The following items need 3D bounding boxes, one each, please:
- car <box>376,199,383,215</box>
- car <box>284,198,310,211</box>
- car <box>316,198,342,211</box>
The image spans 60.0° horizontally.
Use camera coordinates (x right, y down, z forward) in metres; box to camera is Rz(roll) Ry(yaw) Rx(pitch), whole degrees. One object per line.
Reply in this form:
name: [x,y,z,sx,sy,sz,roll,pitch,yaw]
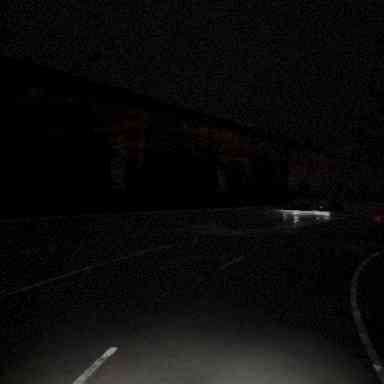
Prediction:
car: [21.027,1.462,34.897,2.097,1.767,4.553,1,0,43]
car: [13.456,1.553,42.436,1.812,1.442,4.674,1,0,43]
car: [16.931,1.552,41.019,2.128,1.511,4.902,1,0,44]
